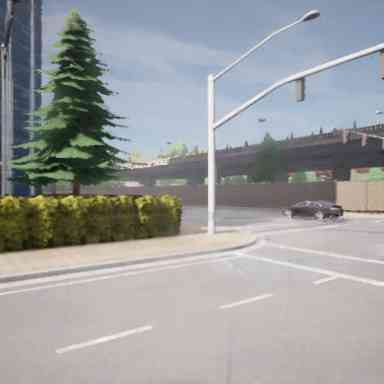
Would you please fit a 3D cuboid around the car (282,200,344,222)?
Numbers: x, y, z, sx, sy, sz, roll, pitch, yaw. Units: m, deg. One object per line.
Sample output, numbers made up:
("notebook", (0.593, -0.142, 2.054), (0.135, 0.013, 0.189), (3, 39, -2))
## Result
("car", (9.227, 1.387, 25.770), (2.128, 1.511, 4.902), (0, 0, -33))
